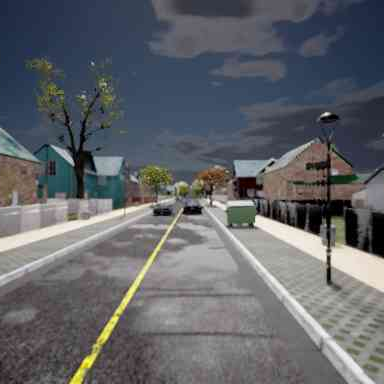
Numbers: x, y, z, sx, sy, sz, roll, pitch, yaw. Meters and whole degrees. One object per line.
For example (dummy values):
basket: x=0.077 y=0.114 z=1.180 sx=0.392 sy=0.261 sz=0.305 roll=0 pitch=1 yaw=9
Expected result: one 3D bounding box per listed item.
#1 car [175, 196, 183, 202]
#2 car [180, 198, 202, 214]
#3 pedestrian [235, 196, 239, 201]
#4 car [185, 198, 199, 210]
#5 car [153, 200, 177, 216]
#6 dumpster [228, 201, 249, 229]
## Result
car: x=-2.720 y=1.732 z=75.219 sx=2.128 sy=1.511 sz=4.902 roll=0 pitch=0 yaw=0
car: x=0.060 y=1.649 z=36.374 sx=1.994 sy=1.385 sz=4.181 roll=0 pitch=0 yaw=1
pedestrian: x=3.020 y=1.185 z=22.697 sx=0.375 sy=1.860 sz=0.375 roll=1 pitch=-1 yaw=-2
car: x=0.034 y=1.635 z=47.169 sx=1.837 sy=1.490 sz=4.892 roll=0 pitch=0 yaw=0
car: x=-2.830 y=1.675 z=33.476 sx=1.895 sy=1.301 sz=4.718 roll=0 pitch=0 yaw=0
dumpster: x=3.002 y=1.437 z=21.670 sx=1.020 sy=1.700 sz=1.940 roll=-1 pitch=-1 yaw=0
